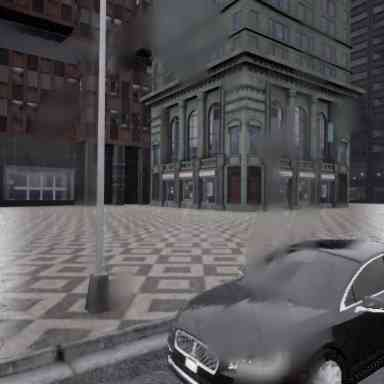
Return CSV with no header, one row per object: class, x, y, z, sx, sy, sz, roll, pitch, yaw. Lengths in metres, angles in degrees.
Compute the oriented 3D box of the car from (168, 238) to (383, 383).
car,1.972,1.507,4.781,4.892,1.490,1.837,0,0,-35
